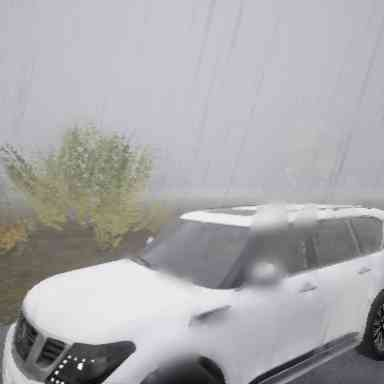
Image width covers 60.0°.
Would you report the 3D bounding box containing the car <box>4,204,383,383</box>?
[{"bbox_3d":[0.713,1.219,4.399,5.566,2.045,2.150,0,0,-35],"label":"car"}]
